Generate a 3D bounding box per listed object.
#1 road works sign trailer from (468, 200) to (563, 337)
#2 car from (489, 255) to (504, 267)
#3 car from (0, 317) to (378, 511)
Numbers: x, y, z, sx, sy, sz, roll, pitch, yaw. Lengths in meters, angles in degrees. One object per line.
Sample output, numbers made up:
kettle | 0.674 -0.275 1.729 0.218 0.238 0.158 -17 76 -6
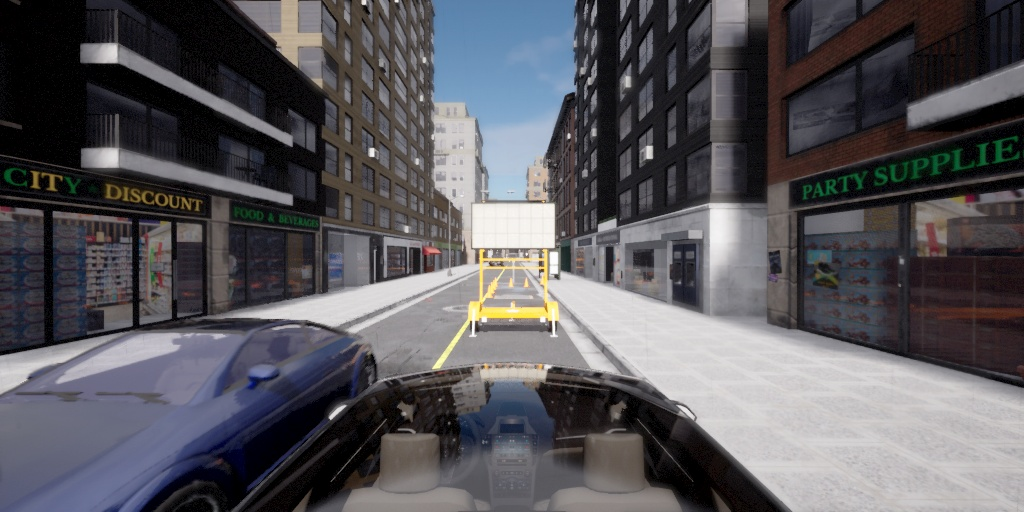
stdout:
road works sign trailer | 0.044 0.213 10.271 2.380 3.560 2.880 0 0 0
car | -2.483 0.936 57.148 2.150 2.045 5.566 0 0 0
car | -2.839 1.314 3.254 1.994 1.385 4.181 0 0 0
